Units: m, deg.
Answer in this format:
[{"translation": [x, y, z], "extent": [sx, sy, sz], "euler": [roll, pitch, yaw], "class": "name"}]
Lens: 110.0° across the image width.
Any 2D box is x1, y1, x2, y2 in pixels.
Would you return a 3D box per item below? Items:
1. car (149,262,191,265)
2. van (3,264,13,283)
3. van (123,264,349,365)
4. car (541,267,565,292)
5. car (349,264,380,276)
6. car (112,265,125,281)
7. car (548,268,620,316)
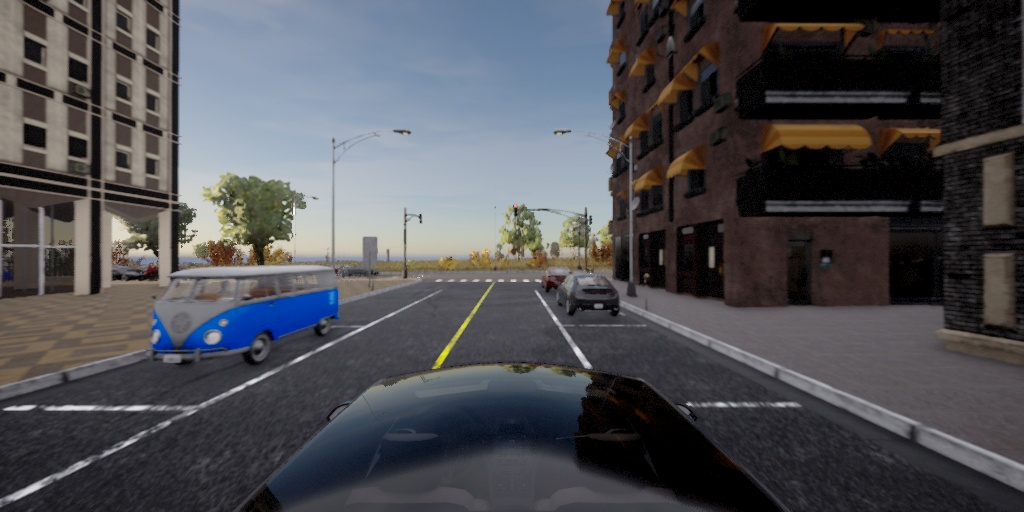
[{"translation": [-31.433, 1.437, 33.754], "extent": [5.009, 1.841, 2.192], "euler": [0, 0, 0], "class": "car"}, {"translation": [-48.073, 1.664, 33.701], "extent": [3.998, 1.789, 1.690], "euler": [0, 0, 0], "class": "van"}, {"translation": [-5.346, 1.096, 7.741], "extent": [1.690, 1.789, 3.998], "euler": [0, 0, 0], "class": "van"}, {"translation": [2.694, 1.311, 21.144], "extent": [1.888, 1.381, 4.507], "euler": [0, 0, 0], "class": "car"}, {"translation": [-16.738, 1.531, 39.299], "extent": [4.181, 1.385, 1.994], "euler": [-1, 0, -1], "class": "car"}, {"translation": [-36.979, 1.755, 33.751], "extent": [4.313, 1.339, 1.948], "euler": [0, 0, 0], "class": "car"}, {"translation": [2.662, 1.310, 13.215], "extent": [2.007, 1.370, 4.403], "euler": [0, 0, 0], "class": "car"}]
